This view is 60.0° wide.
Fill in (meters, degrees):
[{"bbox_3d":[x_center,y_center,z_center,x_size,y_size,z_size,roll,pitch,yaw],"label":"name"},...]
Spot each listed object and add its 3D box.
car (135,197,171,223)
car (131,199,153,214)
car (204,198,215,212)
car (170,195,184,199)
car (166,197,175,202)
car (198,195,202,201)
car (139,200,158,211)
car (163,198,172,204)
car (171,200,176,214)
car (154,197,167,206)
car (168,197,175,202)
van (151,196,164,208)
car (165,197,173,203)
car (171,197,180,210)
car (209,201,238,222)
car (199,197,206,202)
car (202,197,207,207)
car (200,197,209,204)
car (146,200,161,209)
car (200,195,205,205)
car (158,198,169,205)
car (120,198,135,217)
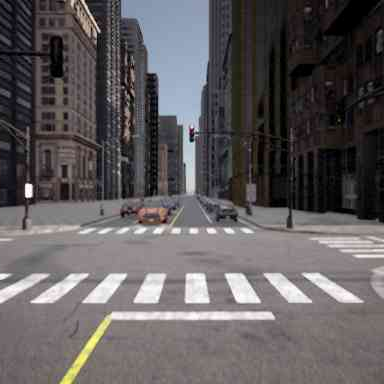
[{"bbox_3d":[-3.045,1.493,26.601,2.097,1.767,4.553,0,0,-2],"label":"car"},{"bbox_3d":[-5.770,1.647,38.921,1.967,1.590,4.097,0,0,0],"label":"car"},{"bbox_3d":[2.755,1.758,38.930,2.008,1.369,4.403,0,0,0],"label":"car"},{"bbox_3d":[-3.014,1.797,56.574,2.128,1.511,4.902,0,0,0],"label":"car"},{"bbox_3d":[-5.778,2.069,89.685,1.947,1.339,4.313,0,0,0],"label":"car"},{"bbox_3d":[2.750,1.806,67.133,1.967,1.590,4.097,0,0,0],"label":"car"},{"bbox_3d":[-5.771,1.804,44.561,1.947,1.339,4.313,0,0,0],"label":"car"},{"bbox_3d":[-5.776,1.999,78.404,1.947,1.339,4.313,0,0,0],"label":"car"},{"bbox_3d":[-3.097,1.790,35.647,1.895,1.301,4.718,0,0,0],"label":"car"},{"bbox_3d":[-5.774,1.773,61.483,1.967,1.590,4.097,0,0,0],"label":"car"},{"bbox_3d":[-5.779,2.063,95.156,1.752,1.417,4.829,0,0,0],"label":"car"},{"bbox_3d":[-5.773,1.642,55.842,1.690,1.788,3.998,0,0,0],"label":"van"},{"bbox_3d":[-5.777,1.992,83.875,1.752,1.417,4.829,0,0,0],"label":"car"},{"bbox_3d":[-3.081,1.793,45.902,2.033,1.411,5.357,0,0,0],"label":"car"},{"bbox_3d":[2.757,1.697,27.649,2.008,1.369,4.403,0,0,0],"label":"car"},{"bbox_3d":[2.747,2.029,89.865,1.752,1.417,4.829,0,0,0],"label":"car"},{"bbox_3d":[2.754,1.782,44.571,1.887,1.381,4.507,0,0,0],"label":"car"},{"bbox_3d":[2.750,1.926,72.943,1.752,1.417,4.829,0,0,0],"label":"car"},{"bbox_3d":[-5.772,1.851,50.200,1.802,1.307,4.206,0,0,0],"label":"car"},{"bbox_3d":[2.752,1.741,55.852,1.967,1.590,4.097,0,0,0],"label":"car"},{"bbox_3d":[-5.774,1.890,66.953,1.752,1.417,4.829,0,0,0],"label":"car"},{"bbox_3d":[-5.769,1.492,33.280,2.192,1.841,5.009,0,0,0],"label":"car"}]
